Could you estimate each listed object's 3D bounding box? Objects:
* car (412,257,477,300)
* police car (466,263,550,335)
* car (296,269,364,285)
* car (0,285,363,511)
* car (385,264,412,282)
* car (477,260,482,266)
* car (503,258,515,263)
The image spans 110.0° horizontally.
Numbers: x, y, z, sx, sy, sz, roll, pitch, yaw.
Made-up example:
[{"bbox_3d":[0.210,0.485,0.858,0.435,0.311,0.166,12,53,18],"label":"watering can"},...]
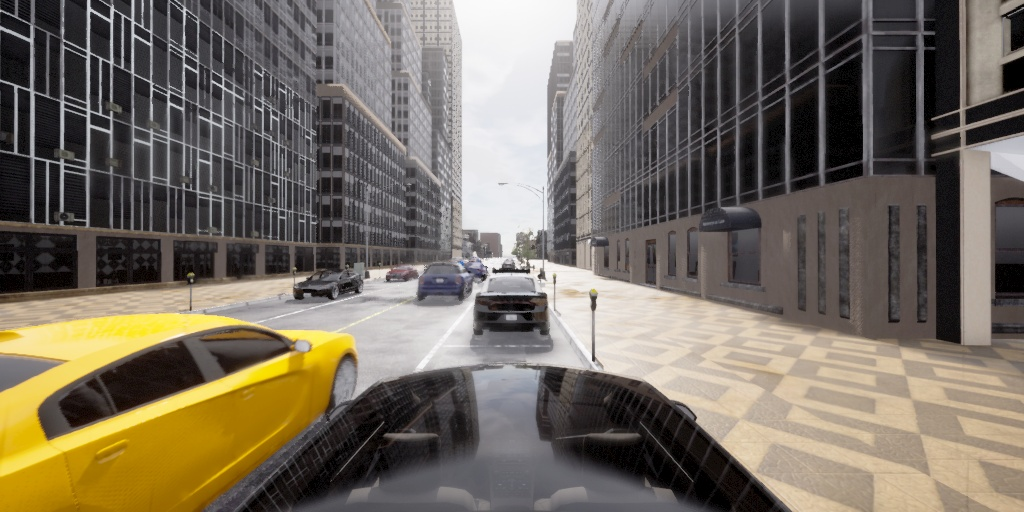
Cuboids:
[{"bbox_3d":[-3.144,1.101,17.754,2.097,1.767,4.553,0,0,0],"label":"car"},{"bbox_3d":[-0.012,1.174,10.609,1.930,1.638,5.238,0,0,0],"label":"police car"},{"bbox_3d":[-8.836,1.313,17.650,1.948,1.339,4.313,0,0,0],"label":"car"},{"bbox_3d":[-3.052,1.228,2.973,1.882,1.535,5.008,0,-1,0],"label":"car"},{"bbox_3d":[-8.835,1.325,29.033,1.802,1.307,4.207,0,0,0],"label":"car"},{"bbox_3d":[-3.059,1.268,29.941,1.812,1.442,4.674,0,0,0],"label":"car"},{"bbox_3d":[-0.455,1.298,46.099,1.948,1.339,4.313,0,0,0],"label":"car"}]
